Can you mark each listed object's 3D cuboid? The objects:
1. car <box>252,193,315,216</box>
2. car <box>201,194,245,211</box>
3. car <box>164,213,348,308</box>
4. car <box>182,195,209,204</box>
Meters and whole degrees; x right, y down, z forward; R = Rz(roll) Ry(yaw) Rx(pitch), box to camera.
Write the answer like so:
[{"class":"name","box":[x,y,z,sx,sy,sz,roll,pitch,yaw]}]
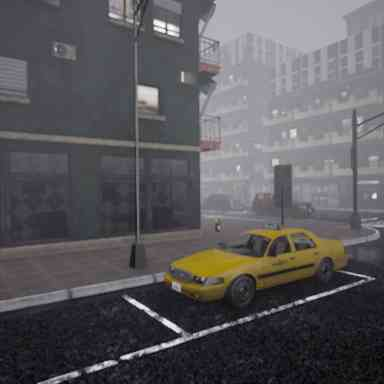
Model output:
[{"class":"car","box":[6.819,0.986,25.449,2.192,1.841,5.009,-1,1,-35]},{"class":"car","box":[3.428,0.959,34.679,2.097,1.767,4.553,-1,1,-35]},{"class":"car","box":[1.676,1.446,7.701,4.829,1.417,1.752,-1,1,-35]},{"class":"car","box":[0.510,1.073,48.772,1.802,1.307,4.206,-1,1,-35]}]
